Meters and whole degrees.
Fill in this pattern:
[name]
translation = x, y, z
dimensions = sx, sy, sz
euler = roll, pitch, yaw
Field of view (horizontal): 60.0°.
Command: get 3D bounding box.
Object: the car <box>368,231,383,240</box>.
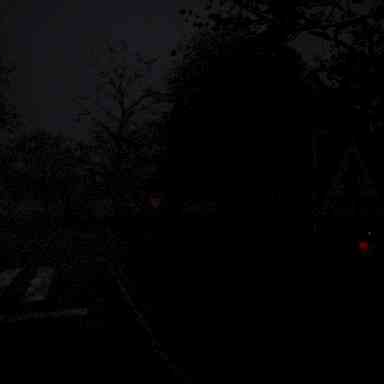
[car]
translation = 12.584, 2.116, 18.639
dimensions = 4.892, 1.490, 1.837
euler = 0, -2, 11
